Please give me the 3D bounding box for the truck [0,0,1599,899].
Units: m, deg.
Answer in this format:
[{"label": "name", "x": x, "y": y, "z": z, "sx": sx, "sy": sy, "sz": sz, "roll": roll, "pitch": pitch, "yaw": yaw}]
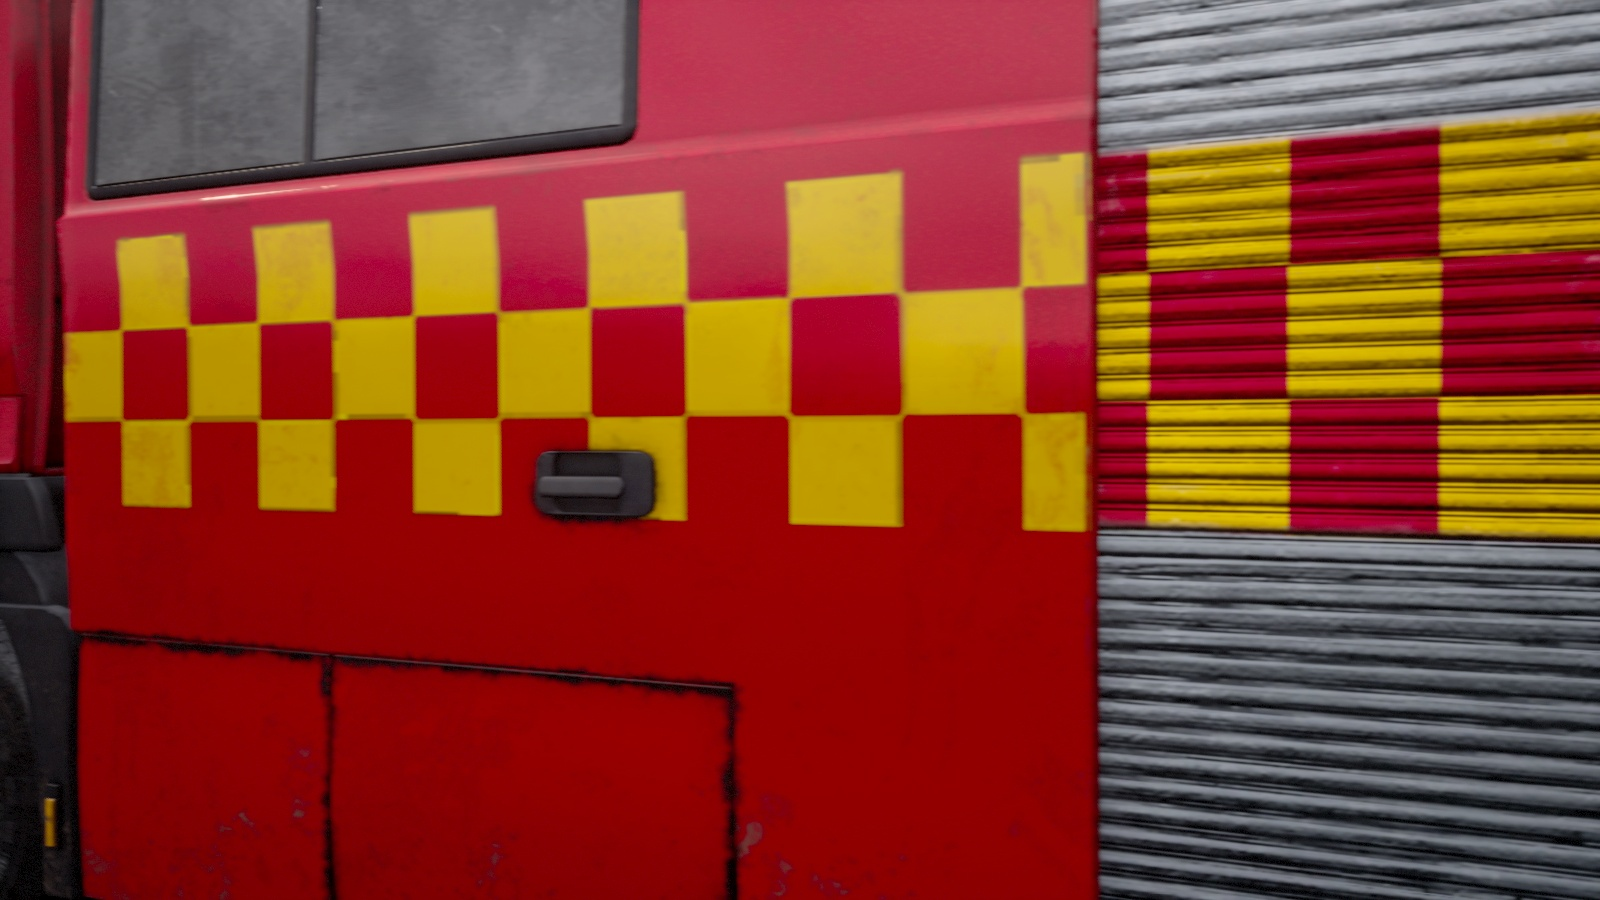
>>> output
[{"label": "truck", "x": 0.020, "y": -0.404, "z": 3.850, "sx": 8.468, "sy": 3.827, "sz": 2.891, "roll": 1, "pitch": 1, "yaw": 23}]
